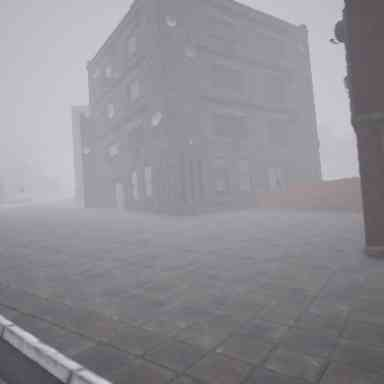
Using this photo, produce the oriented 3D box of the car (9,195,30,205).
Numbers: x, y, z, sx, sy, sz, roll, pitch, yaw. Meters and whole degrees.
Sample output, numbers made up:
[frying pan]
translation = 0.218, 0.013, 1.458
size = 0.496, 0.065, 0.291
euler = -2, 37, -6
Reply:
[car]
translation = -28.905, 1.205, 55.872
size = 1.812, 1.442, 4.674
euler = -4, 3, -2
